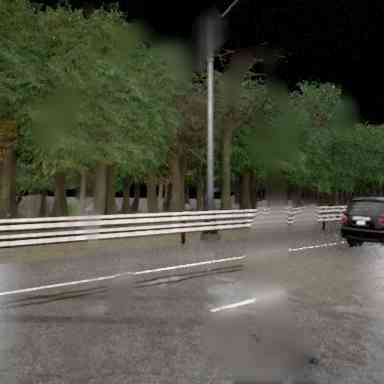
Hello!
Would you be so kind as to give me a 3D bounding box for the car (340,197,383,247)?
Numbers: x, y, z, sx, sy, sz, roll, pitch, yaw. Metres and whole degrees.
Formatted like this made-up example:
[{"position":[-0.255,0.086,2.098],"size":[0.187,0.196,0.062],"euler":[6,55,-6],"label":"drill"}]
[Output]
[{"position":[8.434,1.229,13.685],"size":[5.566,2.045,2.150],"euler":[0,0,-34],"label":"car"}]
